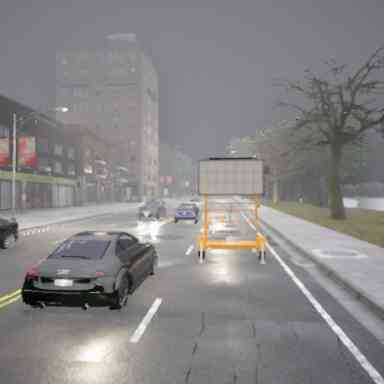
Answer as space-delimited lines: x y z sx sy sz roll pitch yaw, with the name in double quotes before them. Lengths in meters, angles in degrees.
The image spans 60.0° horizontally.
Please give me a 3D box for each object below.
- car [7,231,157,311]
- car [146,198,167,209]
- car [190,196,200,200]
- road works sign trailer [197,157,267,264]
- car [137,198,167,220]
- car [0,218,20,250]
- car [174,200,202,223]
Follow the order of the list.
"car" -2.142 1.631 8.064 1.994 1.385 4.181 0 0 6
"car" -4.994 1.592 47.370 1.882 1.535 5.008 0 0 6
"car" 0.673 1.565 70.703 2.033 1.411 5.357 0 0 6
"road works sign trailer" 1.431 0.533 12.247 2.380 3.560 2.880 0 0 6
"car" -3.484 1.605 29.598 2.128 1.511 4.902 0 0 6
"car" -8.470 1.584 12.170 1.882 1.535 5.008 0 0 6
"car" -0.292 1.646 26.791 2.033 1.411 5.357 0 0 5
